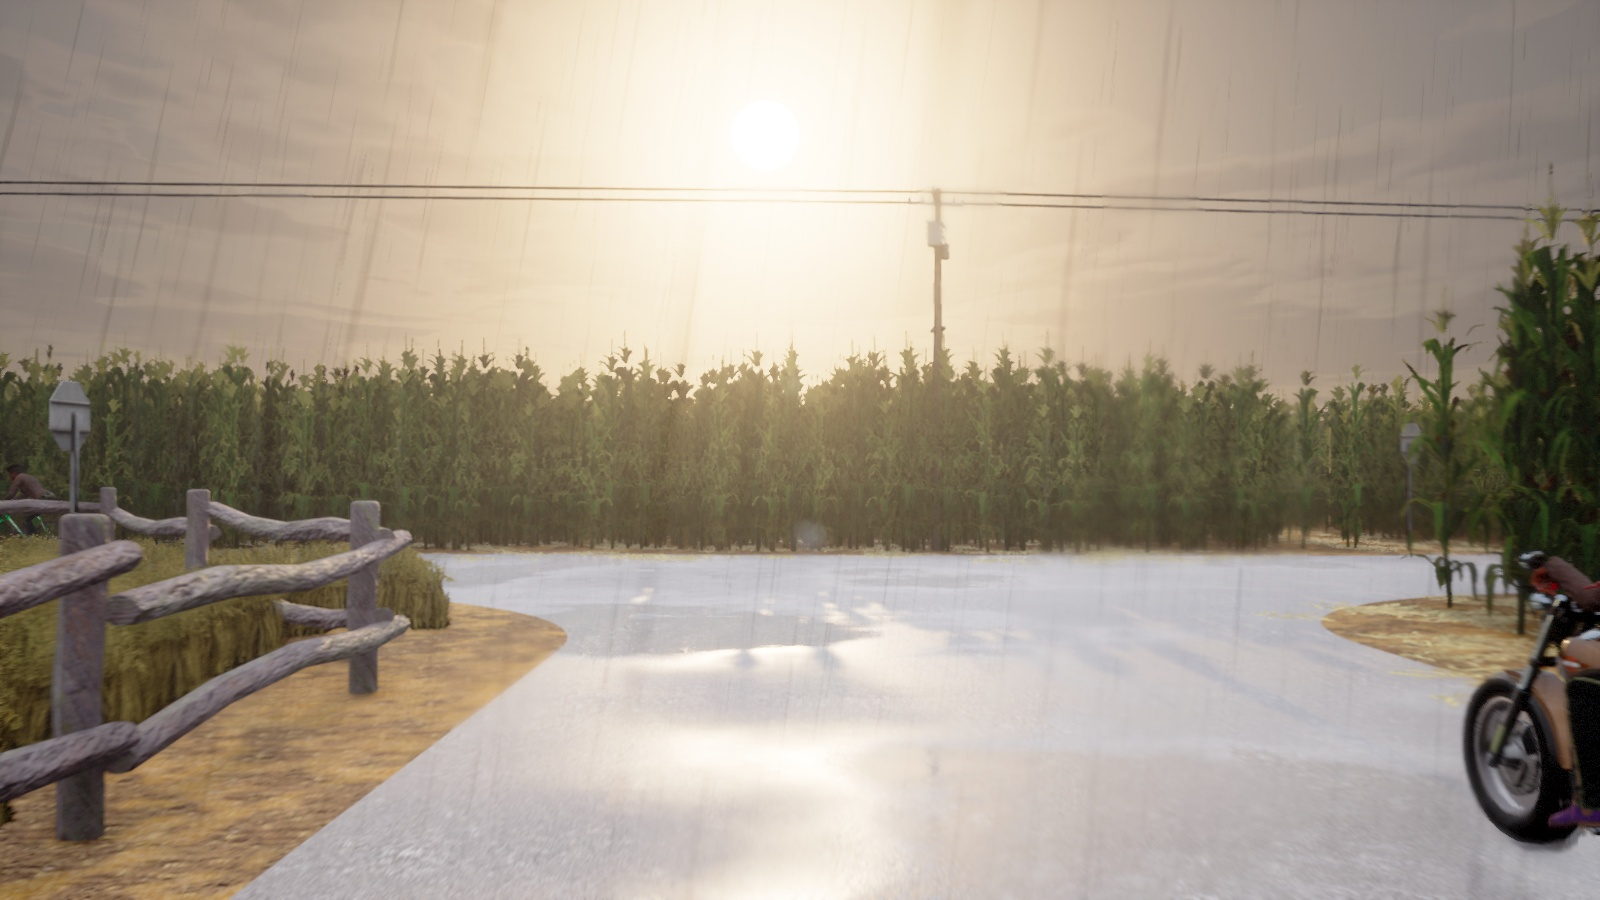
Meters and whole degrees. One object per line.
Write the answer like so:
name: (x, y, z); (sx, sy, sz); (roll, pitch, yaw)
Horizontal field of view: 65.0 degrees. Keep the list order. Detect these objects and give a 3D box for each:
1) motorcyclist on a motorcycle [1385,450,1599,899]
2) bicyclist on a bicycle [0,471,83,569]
motorcyclist on a motorcycle: (3.088, 0.829, 4.609); (0.766, 1.649, 2.350); (0, -1, 0)
bicyclist on a bicycle: (-13.115, 1.174, 21.218); (1.656, 1.620, 0.582); (0, -1, 0)
